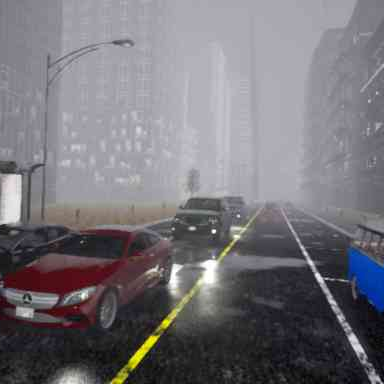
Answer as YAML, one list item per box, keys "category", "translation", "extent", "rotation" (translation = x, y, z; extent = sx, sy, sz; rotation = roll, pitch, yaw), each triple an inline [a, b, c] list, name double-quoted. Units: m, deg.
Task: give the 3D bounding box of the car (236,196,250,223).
- category: "car"
  translation: [3.223, 1.329, 27.320]
  extent: [2.150, 2.045, 5.566]
  rotation: [2, 0, 15]

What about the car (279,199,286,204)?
- category: "car"
  translation: [23.526, 2.423, 86.523]
  extent: [1.802, 1.307, 4.206]
  rotation: [2, 0, 14]

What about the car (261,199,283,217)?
- category: "car"
  translation: [8.492, 1.814, 35.785]
  extent: [1.812, 1.442, 4.674]
  rotation: [2, 0, 14]

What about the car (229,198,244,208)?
- category: "car"
  translation: [7.556, 1.819, 56.245]
  extent: [2.008, 1.369, 4.403]
  rotation: [2, 0, 14]

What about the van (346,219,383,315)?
- category: "van"
  translation: [3.952, 1.473, 5.880]
  extent: [1.690, 1.788, 3.998]
  rotation: [2, 0, 14]

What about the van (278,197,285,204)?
- category: "van"
  translation: [24.840, 2.235, 91.899]
  extent: [1.690, 1.788, 3.998]
  rotation: [2, 0, 14]

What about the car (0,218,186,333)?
- category: "car"
  translation: [-1.746, 1.465, 6.958]
  extent: [1.812, 1.442, 4.674]
  rotation: [2, 0, 15]

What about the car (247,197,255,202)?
- category: "car"
  translation: [16.693, 2.201, 93.879]
  extent: [1.802, 1.307, 4.206]
  rotation: [2, 0, 14]

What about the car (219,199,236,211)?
- category: "car"
  translation: [4.906, 1.697, 45.328]
  extent: [1.752, 1.417, 4.829]
  rotation: [2, 0, 14]

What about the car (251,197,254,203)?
- category: "car"
  translation: [14.044, 2.039, 82.960]
  extent: [1.752, 1.417, 4.829]
  rotation: [2, 0, 14]

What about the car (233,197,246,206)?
- category: "car"
  translation: [8.866, 1.756, 61.622]
  extent: [1.967, 1.590, 4.097]
  rotation: [2, 0, 14]

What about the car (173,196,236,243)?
- category: "car"
  translation: [0.688, 1.242, 16.945]
  extent: [2.150, 2.045, 5.566]
  rotation: [2, 0, 14]

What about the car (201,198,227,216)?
- category: "car"
  translation: [2.337, 1.520, 34.740]
  extent: [1.967, 1.590, 4.097]
  rotation: [2, 0, 14]

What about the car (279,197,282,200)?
- category: "car"
  translation: [11.334, 1.883, 47.589]
  extent: [2.128, 1.511, 4.902]
  rotation: [2, 0, 14]

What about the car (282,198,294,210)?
- category: "car"
  translation: [15.695, 2.094, 54.266]
  extent: [2.008, 1.369, 4.403]
  rotation: [2, 0, 14]

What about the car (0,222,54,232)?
- category: "car"
  translation: [-4.195, 1.423, 7.860]
  extent: [1.947, 1.339, 4.313]
  rotation: [2, 0, 14]
